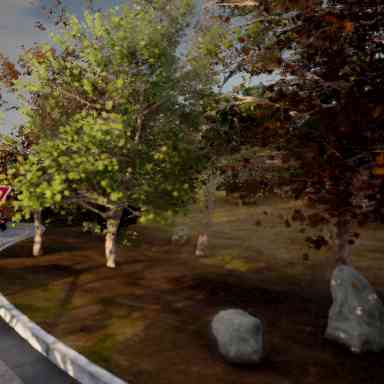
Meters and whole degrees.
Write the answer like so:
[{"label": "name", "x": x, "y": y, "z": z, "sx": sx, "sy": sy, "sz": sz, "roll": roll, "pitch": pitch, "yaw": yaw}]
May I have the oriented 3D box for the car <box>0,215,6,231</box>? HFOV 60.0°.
[{"label": "car", "x": -15.195, "y": 2.213, "z": 25.241, "sx": 2.033, "sy": 1.411, "sz": 5.357, "roll": -1, "pitch": -1, "yaw": -32}]
